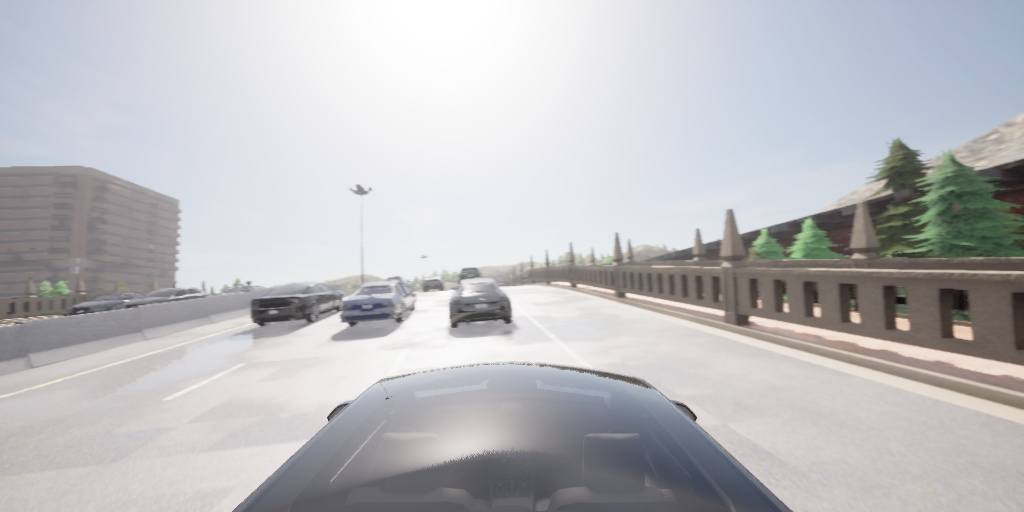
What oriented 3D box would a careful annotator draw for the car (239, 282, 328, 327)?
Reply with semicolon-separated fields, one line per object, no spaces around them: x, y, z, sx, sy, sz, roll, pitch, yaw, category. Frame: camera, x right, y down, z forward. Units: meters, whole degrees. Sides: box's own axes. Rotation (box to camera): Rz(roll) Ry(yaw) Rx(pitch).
-8.516;1.815;14.732;1.882;1.535;5.008;-3;0;-8;car

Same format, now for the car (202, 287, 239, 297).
-16.787;2.583;22.618;1.994;1.385;4.181;-3;-3;-7;car

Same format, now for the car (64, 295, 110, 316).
-23.682;2.954;21.438;1.994;1.385;4.181;-3;-2;-7;car

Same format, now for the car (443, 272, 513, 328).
-1.161;1.466;12.460;1.994;1.385;4.181;-3;0;-8;car

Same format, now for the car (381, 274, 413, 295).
-11.149;2.836;34.952;2.097;1.767;4.553;-3;-5;-8;car

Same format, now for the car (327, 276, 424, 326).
-4.846;1.667;13.665;2.033;1.411;5.357;-3;0;-8;car

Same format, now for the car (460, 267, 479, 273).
-4.115;2.225;34.897;2.150;2.045;5.566;-3;-5;-8;car

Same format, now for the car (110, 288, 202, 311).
-20.127;2.666;21.166;1.837;1.490;4.892;-3;-2;-7;car

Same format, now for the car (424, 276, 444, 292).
-7.696;2.799;35.563;2.128;1.511;4.902;-3;-5;-8;car
